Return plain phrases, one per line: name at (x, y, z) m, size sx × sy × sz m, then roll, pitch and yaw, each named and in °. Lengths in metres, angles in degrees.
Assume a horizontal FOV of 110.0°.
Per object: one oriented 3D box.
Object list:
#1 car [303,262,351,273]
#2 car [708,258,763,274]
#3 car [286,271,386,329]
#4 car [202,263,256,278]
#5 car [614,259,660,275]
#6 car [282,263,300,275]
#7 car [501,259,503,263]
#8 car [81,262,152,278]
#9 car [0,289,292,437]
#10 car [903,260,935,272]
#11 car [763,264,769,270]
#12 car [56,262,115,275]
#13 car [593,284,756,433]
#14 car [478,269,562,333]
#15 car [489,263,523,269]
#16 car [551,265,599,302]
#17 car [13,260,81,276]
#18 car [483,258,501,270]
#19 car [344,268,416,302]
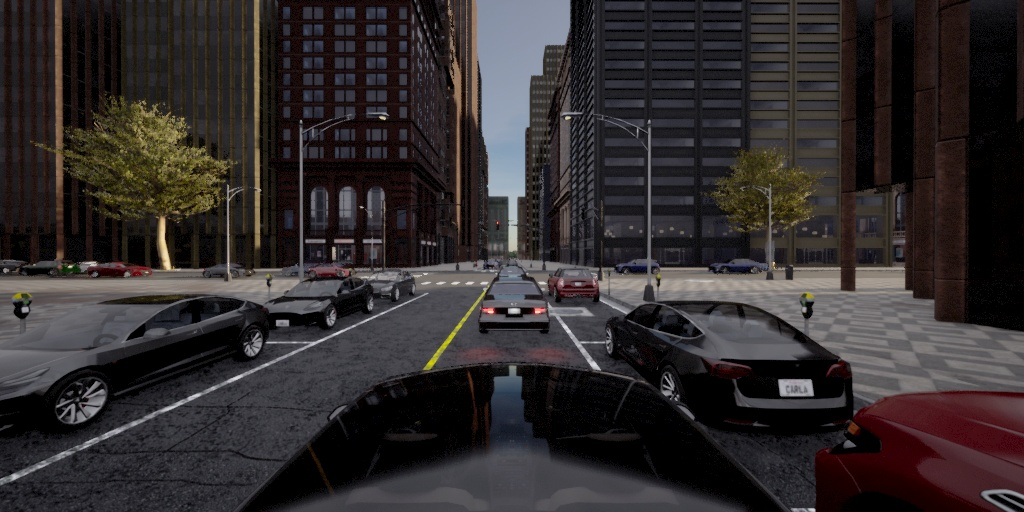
car at (-17.474, 1.367, 34.914) m, size 4.181 × 1.385 × 1.994 m, roll 0°, pitch 0°, yaw 0°
car at (23.646, 1.040, 38.462) m, size 4.553 × 1.767 × 2.097 m, roll 0°, pitch 0°, yaw 0°
car at (-5.766, 1.316, 11.189) m, size 1.948 × 1.339 × 4.313 m, roll 0°, pitch 0°, yaw 0°
car at (-27.481, 1.394, 34.893) m, size 4.181 × 1.385 × 1.994 m, roll 0°, pitch 0°, yaw 0°
car at (13.337, 1.061, 38.438) m, size 4.553 × 1.767 × 2.097 m, roll 0°, pitch 0°, yaw 0°
car at (-22.138, 1.363, 38.350) m, size 4.181 × 1.385 × 1.994 m, roll 0°, pitch 0°, yaw 0°
car at (-3.091, 1.341, 63.102) m, size 1.994 × 1.385 × 4.181 m, roll 0°, pitch 0°, yaw 0°
car at (-38.024, 1.338, 34.872) m, size 5.008 × 1.535 × 1.882 m, roll 0°, pitch 0°, yaw 0°
car at (-5.764, 1.315, 5.553) m, size 1.948 × 1.339 × 4.313 m, roll 0°, pitch 0°, yaw 0°
car at (45.183, 1.170, 38.457) m, size 4.674 × 1.442 × 1.812 m, roll 0°, pitch 0°, yaw 0°
car at (26.742, 1.211, 41.723) m, size 5.357 × 1.411 × 2.033 m, roll 0°, pitch 0°, yaw 0°
car at (-49.235, 1.386, 41.465) m, size 4.674 × 1.442 × 1.812 m, roll 0°, pitch 0°, yaw 1°
car at (2.761, 1.315, 5.558) m, size 1.948 × 1.339 × 4.313 m, roll 0°, pitch 0°, yaw 0°
car at (0.061, 1.297, 10.664) m, size 2.033 × 1.411 × 5.357 m, roll 0°, pitch 0°, yaw 0°
car at (-0.007, 1.298, 20.737) m, size 2.033 × 1.411 × 5.357 m, roll 0°, pitch 0°, yaw 0°
car at (2.758, 1.190, 16.830) m, size 1.967 × 1.591 × 4.097 m, roll 0°, pitch 0°, yaw 0°
car at (-49.269, 1.228, 38.241) m, size 4.553 × 1.767 × 2.097 m, roll 0°, pitch 0°, yaw 0°
car at (-3.070, 1.120, 53.142) m, size 2.097 × 1.767 × 4.553 m, roll 0°, pitch 0°, yaw 0°
car at (-5.768, 1.301, 16.826) m, size 2.007 × 1.370 × 4.403 m, roll 0°, pitch 0°, yaw 0°
